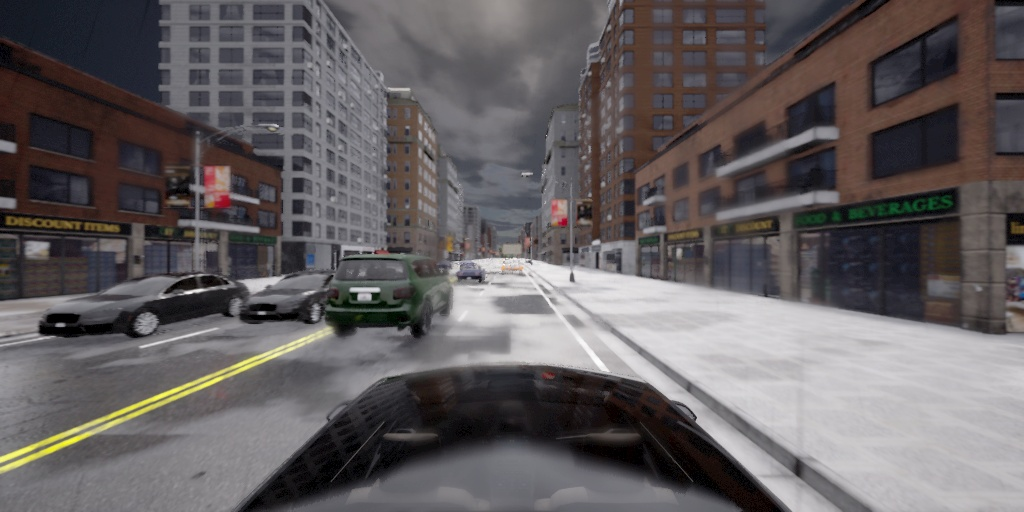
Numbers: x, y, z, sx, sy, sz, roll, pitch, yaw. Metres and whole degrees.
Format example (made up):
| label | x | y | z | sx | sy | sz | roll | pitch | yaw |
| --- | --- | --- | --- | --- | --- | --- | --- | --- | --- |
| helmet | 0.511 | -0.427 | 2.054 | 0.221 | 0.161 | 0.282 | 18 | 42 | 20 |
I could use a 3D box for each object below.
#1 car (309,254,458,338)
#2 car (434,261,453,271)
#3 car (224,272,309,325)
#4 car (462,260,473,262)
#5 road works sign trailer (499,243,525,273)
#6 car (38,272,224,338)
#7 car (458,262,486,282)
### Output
| label | x | y | z | sx | sy | sz | roll | pitch | yaw |
| --- | --- | --- | --- | --- | --- | --- | --- | --- | --- |
| car | -3.151 | 0.973 | 10.352 | 2.150 | 2.045 | 5.566 | 0 | 0 | 0 |
| car | -9.817 | 1.362 | 51.795 | 1.895 | 1.301 | 4.718 | 0 | 0 | 0 |
| car | -6.598 | 1.256 | 11.890 | 1.837 | 1.490 | 4.892 | 0 | 0 | 0 |
| car | -6.567 | 1.288 | 52.864 | 1.812 | 1.442 | 4.674 | 0 | 0 | 0 |
| road works sign trailer | 0.001 | 0.223 | 42.499 | 2.380 | 3.560 | 2.880 | 0 | 0 | 0 |
| car | -9.848 | 1.256 | 10.248 | 1.837 | 1.490 | 4.892 | 0 | 0 | 0 |
| car | -3.147 | 1.356 | 28.537 | 1.895 | 1.301 | 4.718 | 0 | 0 | 0 |
